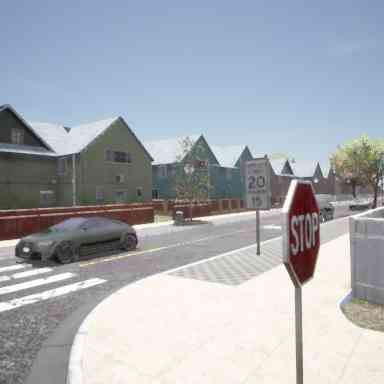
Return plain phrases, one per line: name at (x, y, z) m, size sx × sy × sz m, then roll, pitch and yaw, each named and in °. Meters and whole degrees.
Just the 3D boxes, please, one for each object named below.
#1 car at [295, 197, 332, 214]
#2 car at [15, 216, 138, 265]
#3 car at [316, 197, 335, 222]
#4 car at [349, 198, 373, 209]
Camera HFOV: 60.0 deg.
car at (12.326, 1.299, 33.578) m, size 2.128 × 1.511 × 4.902 m, roll -2°, pitch -1°, yaw 37°
car at (-3.923, 1.579, 11.851) m, size 1.994 × 1.385 × 4.181 m, roll -2°, pitch -1°, yaw 37°
car at (8.865, 1.276, 24.048) m, size 1.882 × 1.535 × 5.008 m, roll -2°, pitch -1°, yaw 37°
car at (19.589, 1.287, 38.394) m, size 1.895 × 1.301 × 4.718 m, roll -2°, pitch -1°, yaw 37°
